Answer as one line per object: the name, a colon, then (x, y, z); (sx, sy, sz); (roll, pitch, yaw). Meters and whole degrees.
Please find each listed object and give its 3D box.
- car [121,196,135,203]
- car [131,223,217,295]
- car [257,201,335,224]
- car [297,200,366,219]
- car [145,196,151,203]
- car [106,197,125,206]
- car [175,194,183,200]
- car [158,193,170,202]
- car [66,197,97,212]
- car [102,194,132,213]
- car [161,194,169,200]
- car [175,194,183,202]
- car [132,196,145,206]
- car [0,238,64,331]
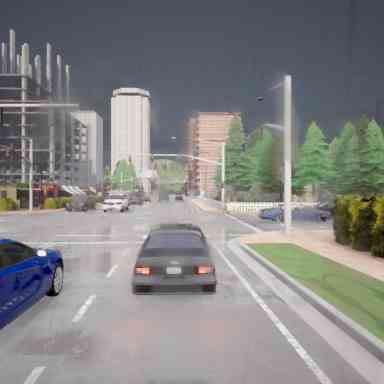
car: (-13.160, 1.540, 68.382); (2.033, 1.411, 5.357); (0, 0, -2)
car: (-0.421, 1.547, 8.858); (2.033, 1.411, 5.357); (0, 0, -2)
car: (7.562, 1.547, 24.305); (5.357, 1.411, 2.033); (0, 0, -2)
car: (11.742, 1.478, 28.231); (5.008, 1.535, 1.882); (0, 0, -1)
car: (-9.714, 1.552, 69.893); (1.994, 1.385, 4.181); (0, 0, -2)
car: (-12.758, 1.548, 55.619); (2.033, 1.411, 5.357); (0, 0, -1)
car: (-3.277, 1.327, 84.907); (1.837, 1.490, 4.892); (0, 0, -2)
car: (-6.414, 1.218, 75.241); (2.150, 2.045, 5.566); (0, 0, -2)
car: (-12.624, 1.352, 38.099); (2.097, 1.767, 4.553); (0, 0, 5)
car: (-8.615, 1.222, 37.901); (2.150, 2.045, 5.566); (0, 0, -2)
car: (-6.774, 1.351, 84.775); (1.812, 1.442, 4.674); (0, 0, -2)
car: (-2.929, 1.493, 75.694); (1.837, 1.490, 4.892); (0, 0, -2)
car: (-9.204, 1.564, 53.989); (1.994, 1.385, 4.181); (0, 0, -2)
car: (-3.731, 1.478, 5.559); (1.882, 1.535, 5.008); (0, 0, -3)
